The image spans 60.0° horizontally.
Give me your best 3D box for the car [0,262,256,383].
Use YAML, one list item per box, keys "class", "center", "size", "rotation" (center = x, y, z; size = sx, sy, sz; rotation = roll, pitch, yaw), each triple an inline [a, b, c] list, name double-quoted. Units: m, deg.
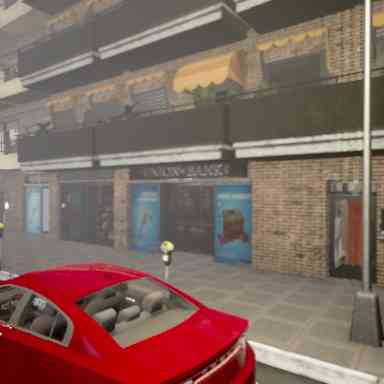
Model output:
- class: "car"
  center: [-1.499, 1.542, 3.933]
  size: [4.507, 1.381, 1.887]
  rotation: [0, 0, 35]
